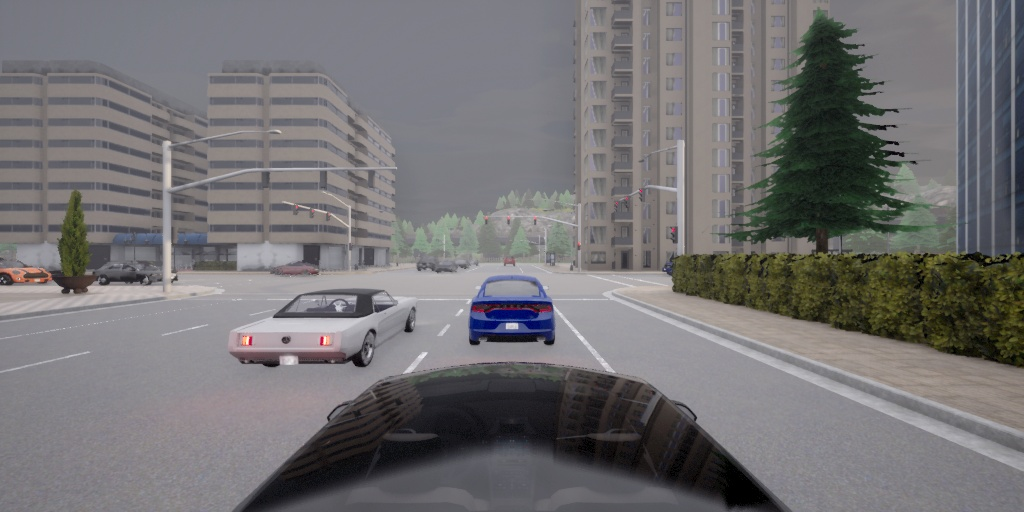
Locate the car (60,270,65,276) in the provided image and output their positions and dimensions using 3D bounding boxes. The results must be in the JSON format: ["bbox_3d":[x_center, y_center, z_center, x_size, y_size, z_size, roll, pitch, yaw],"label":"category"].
[{"bbox_3d":[-38.615,1.351,28.329,4.718,1.301,1.895,0,0,0],"label":"car"}]

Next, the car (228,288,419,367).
[{"bbox_3d":[-3.497,1.351,7.855,1.895,1.301,4.718,0,0,0],"label":"car"}]

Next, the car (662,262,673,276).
[{"bbox_3d":[17.892,0.971,35.469,5.566,2.045,2.150,0,0,0],"label":"car"}]

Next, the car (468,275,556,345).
[{"bbox_3d":[-0.004,1.228,9.521,1.882,1.535,5.008,0,0,0],"label":"car"}]

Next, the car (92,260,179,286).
[{"bbox_3d":[-25.947,1.241,24.792,4.902,1.511,2.128,0,0,1],"label":"car"}]

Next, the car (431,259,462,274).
[{"bbox_3d":[-7.451,1.297,41.115,2.033,1.411,5.357,0,0,0],"label":"car"}]

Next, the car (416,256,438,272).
[{"bbox_3d":[-10.996,0.973,47.473,2.150,2.045,5.566,0,0,-1],"label":"car"}]

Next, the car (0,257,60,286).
[{"bbox_3d":[-35.099,1.102,24.822,4.553,1.767,2.097,0,0,0],"label":"car"}]

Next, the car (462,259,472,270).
[{"bbox_3d":[-7.557,1.228,53.484,1.882,1.535,5.008,0,0,0],"label":"car"}]

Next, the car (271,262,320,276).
[{"bbox_3d":[-21.500,1.314,35.690,4.181,1.385,1.994,0,0,-4],"label":"car"}]
